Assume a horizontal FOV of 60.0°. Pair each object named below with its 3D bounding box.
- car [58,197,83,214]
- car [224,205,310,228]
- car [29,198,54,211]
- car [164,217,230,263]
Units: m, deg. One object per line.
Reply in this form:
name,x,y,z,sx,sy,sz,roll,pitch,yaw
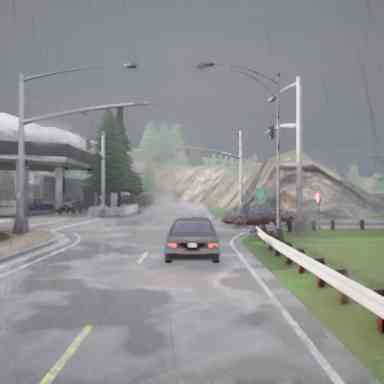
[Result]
car,-14.495,1.578,39.878,1.905,1.878,3.866,0,0,-1
car,4.601,1.533,20.926,5.357,1.411,2.033,-2,-2,24
car,-20.198,1.773,44.159,2.242,1.667,4.611,0,0,-1
car,0.011,1.630,12.284,2.033,1.411,5.357,0,0,0
